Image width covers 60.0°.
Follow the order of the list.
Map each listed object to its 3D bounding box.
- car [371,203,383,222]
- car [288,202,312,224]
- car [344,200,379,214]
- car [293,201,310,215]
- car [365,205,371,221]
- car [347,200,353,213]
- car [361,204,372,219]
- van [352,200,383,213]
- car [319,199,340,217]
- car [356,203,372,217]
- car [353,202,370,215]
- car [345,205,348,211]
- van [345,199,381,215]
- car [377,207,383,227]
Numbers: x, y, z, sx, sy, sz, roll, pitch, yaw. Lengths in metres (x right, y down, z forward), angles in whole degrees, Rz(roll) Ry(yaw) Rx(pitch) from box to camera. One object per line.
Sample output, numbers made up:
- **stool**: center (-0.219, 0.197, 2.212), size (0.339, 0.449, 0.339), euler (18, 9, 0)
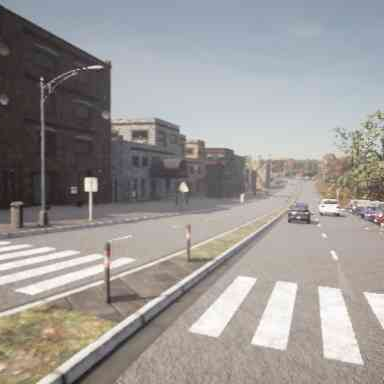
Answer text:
- **car**: center (18.565, 2.199, 28.951), size (4.553, 1.767, 2.185), euler (2, 0, 19)
- **car**: center (9.748, 1.962, 30.144), size (2.128, 1.511, 4.902), euler (2, 0, 19)
- **car**: center (26.610, 2.307, 52.410), size (4.553, 1.767, 2.185), euler (2, 1, 19)
- **car**: center (14.169, 2.058, 43.047), size (1.882, 1.535, 5.008), euler (2, 0, 20)
- **car**: center (19.474, 2.390, 31.557), size (4.674, 1.452, 2.002), euler (2, 0, 19)
- **car**: center (23.930, 2.307, 44.726), size (4.553, 1.767, 2.185), euler (2, 1, 19)
- **car**: center (20.365, 2.414, 34.163), size (4.674, 1.452, 2.002), euler (2, 0, 19)
- **van**: center (23.144, 2.203, 41.947), size (4.442, 1.987, 1.878), euler (2, 1, 19)
- **car**: center (17.323, 1.937, 42.080), size (2.150, 2.045, 5.566), euler (2, 1, 19)
- **car**: center (21.223, 2.424, 36.784), size (4.792, 1.488, 2.163), euler (2, 1, 19)
- **car**: center (22.165, 2.440, 39.371), size (4.792, 1.488, 2.163), euler (2, 0, 19)
- **car**: center (24.795, 2.438, 47.207), size (4.892, 1.521, 2.231), euler (2, 1, 19)
- **van**: center (25.588, 2.208, 49.851), size (4.442, 1.987, 1.878), euler (2, 1, 19)
- **car**: center (16.643, 2.249, 23.791), size (5.366, 1.575, 1.946), euler (2, 0, 19)
